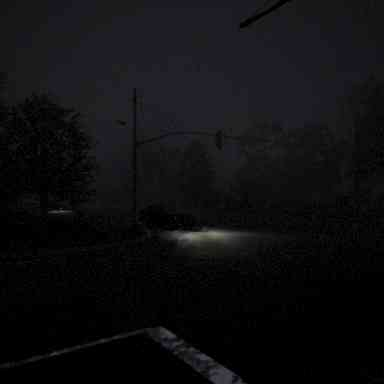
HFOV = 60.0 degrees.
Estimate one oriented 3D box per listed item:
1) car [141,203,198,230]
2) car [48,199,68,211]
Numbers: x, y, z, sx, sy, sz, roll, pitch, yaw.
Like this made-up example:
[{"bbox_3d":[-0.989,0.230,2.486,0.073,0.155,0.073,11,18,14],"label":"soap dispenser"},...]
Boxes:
[{"bbox_3d":[-1.599,1.542,22.061,1.882,1.535,5.008,0,0,-36],"label":"car"},{"bbox_3d":[-17.605,1.604,42.420,2.033,1.411,5.357,0,0,-39],"label":"car"}]
